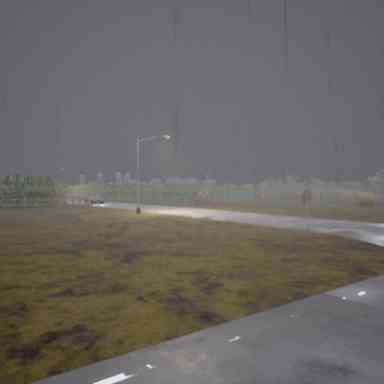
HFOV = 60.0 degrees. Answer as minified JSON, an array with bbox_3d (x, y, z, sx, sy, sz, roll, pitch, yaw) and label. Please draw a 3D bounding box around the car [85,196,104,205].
[{"bbox_3d":[-15.417,1.263,52.464,1.994,1.385,4.181,-1,1,-36],"label":"car"}]
